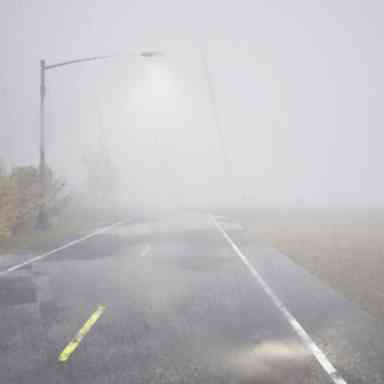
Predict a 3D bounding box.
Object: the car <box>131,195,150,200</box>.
[{"bbox_3d":[-13.947,1.479,90.310,4.902,1.511,2.128,0,0,-2],"label":"car"}]
